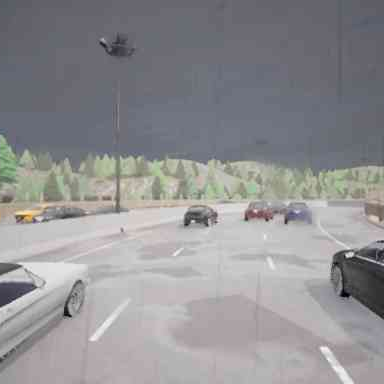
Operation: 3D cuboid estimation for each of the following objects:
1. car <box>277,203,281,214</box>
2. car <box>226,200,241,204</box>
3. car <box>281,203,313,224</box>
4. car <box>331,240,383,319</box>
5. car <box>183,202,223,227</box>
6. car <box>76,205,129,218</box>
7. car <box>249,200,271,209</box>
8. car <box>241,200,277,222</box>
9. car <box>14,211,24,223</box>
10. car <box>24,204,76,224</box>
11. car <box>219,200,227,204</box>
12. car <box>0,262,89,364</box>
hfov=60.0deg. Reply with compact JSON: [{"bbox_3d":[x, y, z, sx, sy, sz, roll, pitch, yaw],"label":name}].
[{"bbox_3d":[10.400,2.011,40.020,2.033,1.411,5.357,-1,-1,29],"label":"car"},{"bbox_3d":[9.038,2.358,63.272,1.812,1.442,4.674,-1,-1,39],"label":"car"},{"bbox_3d":[9.002,1.665,28.008,2.097,1.767,4.553,0,-1,20],"label":"car"},{"bbox_3d":[4.017,1.563,5.866,2.128,1.511,4.902,0,-1,5],"label":"car"},{"bbox_3d":[0.775,1.803,25.413,1.837,1.490,4.892,0,0,17],"label":"car"},{"bbox_3d":[-6.566,1.818,26.030,1.837,1.490,4.892,-1,-1,16],"label":"car"},{"bbox_3d":[12.856,2.282,62.370,1.882,1.535,5.008,-1,-1,40],"label":"car"},{"bbox_3d":[6.190,1.700,30.408,2.097,1.767,4.553,0,-1,21],"label":"car"},{"bbox_3d":[-13.026,1.833,28.807,1.882,1.535,5.008,0,-1,17],"label":"car"},{"bbox_3d":[-10.217,1.806,25.945,2.128,1.511,4.902,0,-1,16],"label":"car"},{"bbox_3d":[6.196,2.373,65.265,1.837,1.490,4.892,-1,-1,39],"label":"car"},{"bbox_3d":[-3.141,1.653,4.740,1.895,1.301,4.718,0,-1,4],"label":"car"}]
